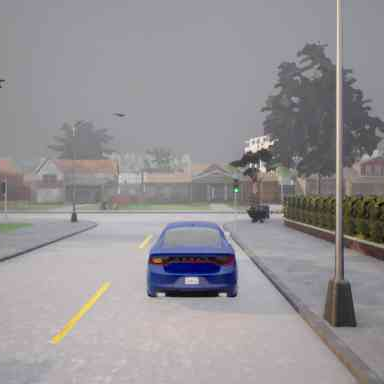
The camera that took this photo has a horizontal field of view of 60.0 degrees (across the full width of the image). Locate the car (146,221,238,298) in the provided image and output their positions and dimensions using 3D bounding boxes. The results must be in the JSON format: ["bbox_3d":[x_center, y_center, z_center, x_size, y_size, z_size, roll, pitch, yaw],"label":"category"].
[{"bbox_3d":[0.017,1.478,8.591,1.882,1.535,5.008,0,0,0],"label":"car"}]
